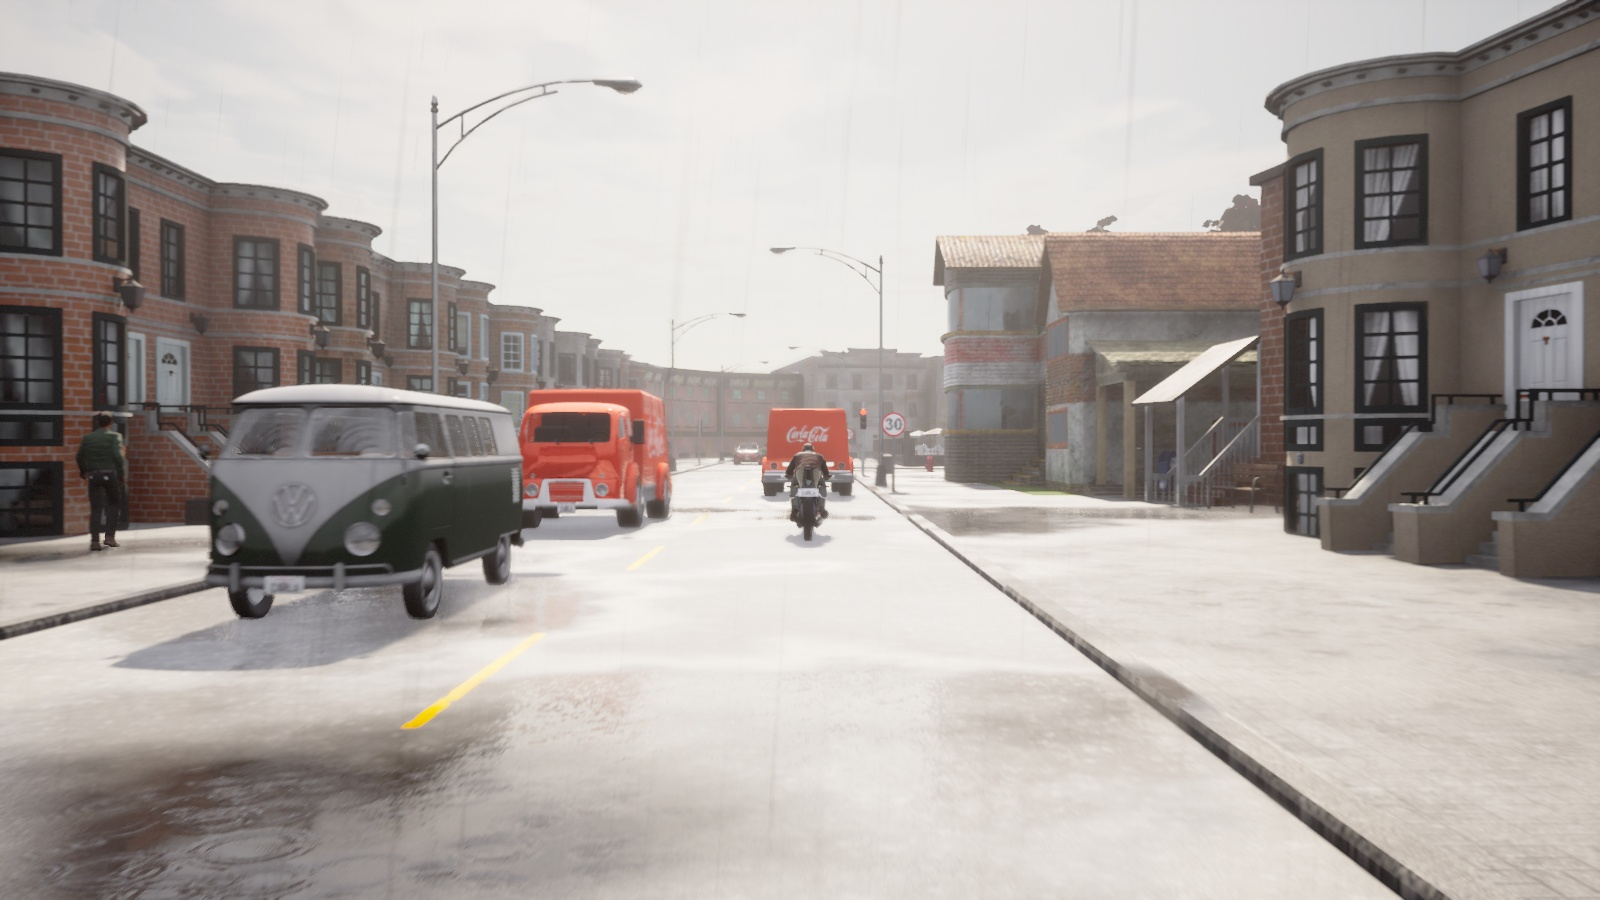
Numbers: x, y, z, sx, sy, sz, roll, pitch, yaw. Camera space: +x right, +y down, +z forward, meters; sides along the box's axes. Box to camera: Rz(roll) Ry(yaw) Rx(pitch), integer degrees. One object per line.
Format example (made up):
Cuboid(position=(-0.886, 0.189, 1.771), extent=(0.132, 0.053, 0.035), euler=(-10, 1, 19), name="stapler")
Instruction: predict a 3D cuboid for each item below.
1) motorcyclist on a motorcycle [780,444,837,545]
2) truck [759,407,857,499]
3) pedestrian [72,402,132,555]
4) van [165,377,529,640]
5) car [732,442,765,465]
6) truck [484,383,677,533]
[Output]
Cuboid(position=(0.132, 0.668, 20.174), extent=(0.866, 1.530, 2.191), euler=(0, 0, 0), name="motorcyclist on a motorcycle")
Cuboid(position=(0.226, 0.056, 36.415), extent=(2.627, 2.467, 5.204), euler=(0, 0, 0), name="truck")
Cuboid(position=(-9.096, 0.356, 16.384), extent=(0.423, 1.949, 0.788), euler=(0, 0, -8), name="pedestrian")
Cuboid(position=(-3.917, 0.430, 11.740), extent=(1.775, 1.987, 4.442), euler=(0, 0, 0), name="van")
Cuboid(position=(-3.508, 0.205, 86.221), extent=(2.007, 1.525, 4.514), euler=(0, 0, 1), name="car")
Cuboid(position=(-3.851, 0.129, 23.199), extent=(2.627, 2.467, 5.204), euler=(0, 0, 0), name="truck")
